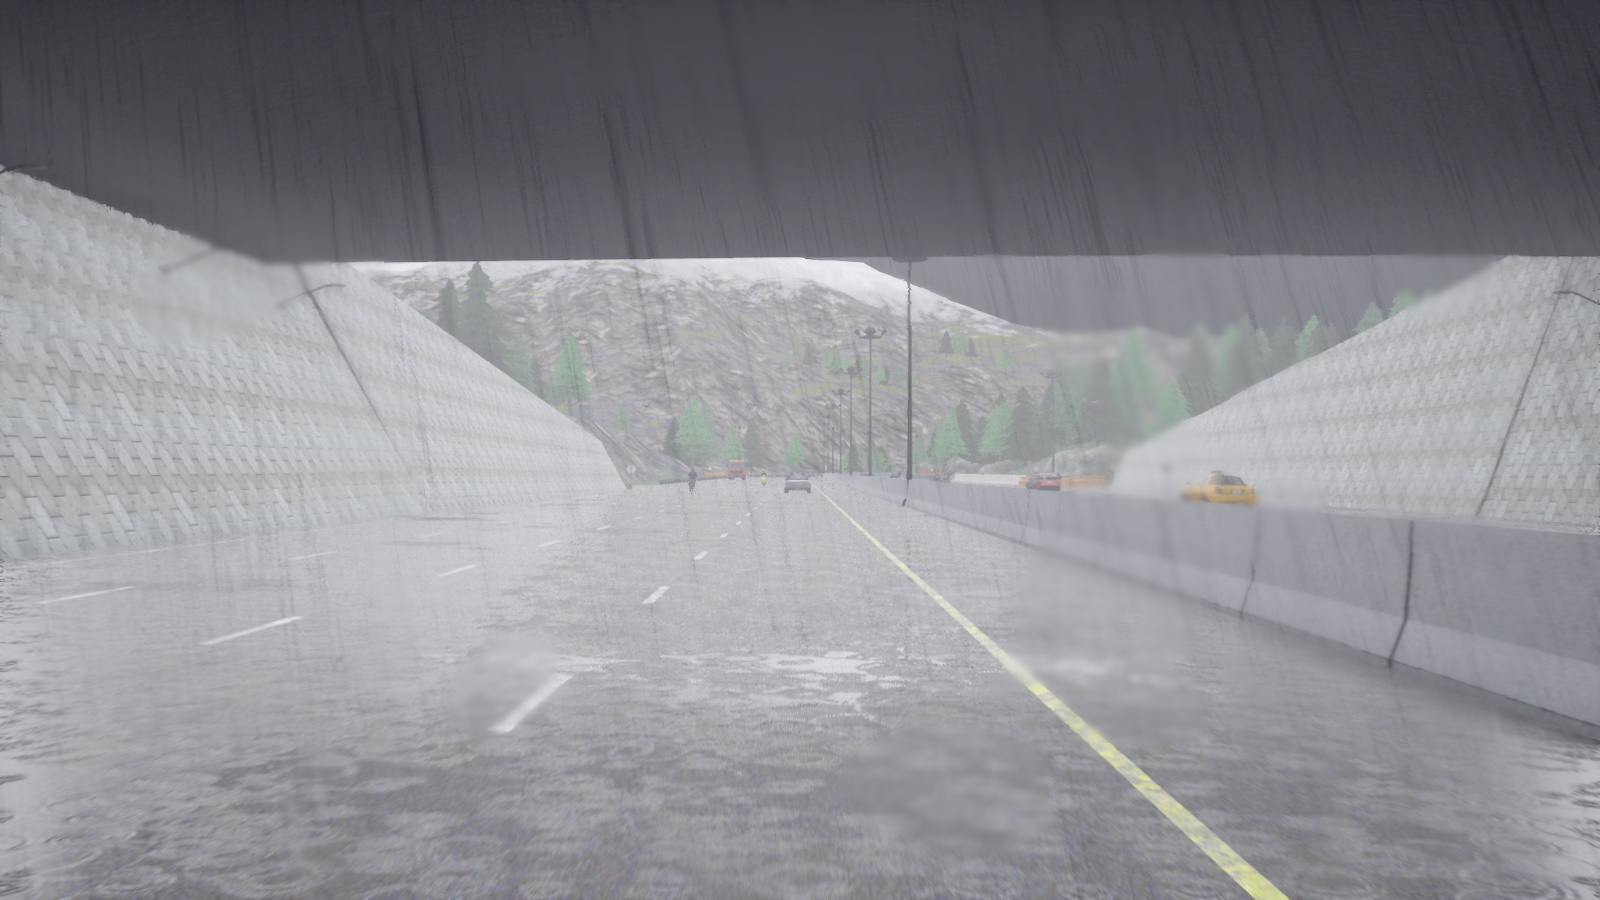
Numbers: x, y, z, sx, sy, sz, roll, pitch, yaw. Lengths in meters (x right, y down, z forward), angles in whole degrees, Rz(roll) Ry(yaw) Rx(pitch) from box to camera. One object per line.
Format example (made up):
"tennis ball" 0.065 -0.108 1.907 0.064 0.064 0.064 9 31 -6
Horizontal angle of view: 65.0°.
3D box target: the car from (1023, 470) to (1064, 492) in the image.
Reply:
"car" 17.354 2.193 89.674 2.007 1.525 4.514 0 -1 0

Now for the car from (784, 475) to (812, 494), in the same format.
"car" -0.145 2.413 89.443 1.895 1.301 4.718 0 -1 0

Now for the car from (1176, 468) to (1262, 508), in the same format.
"car" 17.402 1.562 52.452 1.801 1.575 5.366 0 -1 0
